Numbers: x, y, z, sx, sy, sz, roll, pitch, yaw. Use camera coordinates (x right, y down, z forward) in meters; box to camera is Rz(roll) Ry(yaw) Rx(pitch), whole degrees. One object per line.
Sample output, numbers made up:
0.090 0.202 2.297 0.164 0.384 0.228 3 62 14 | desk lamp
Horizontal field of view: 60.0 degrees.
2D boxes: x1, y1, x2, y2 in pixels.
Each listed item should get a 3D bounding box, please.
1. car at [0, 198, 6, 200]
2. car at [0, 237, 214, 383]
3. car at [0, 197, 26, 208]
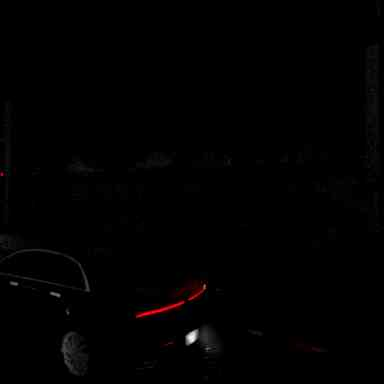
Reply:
-27.082 1.585 43.746 1.895 1.301 4.718 0 0 34 | car
-1.983 1.503 5.401 4.892 1.490 1.837 0 0 35 | car
-27.677 1.530 49.142 2.033 1.411 5.357 0 0 34 | car
